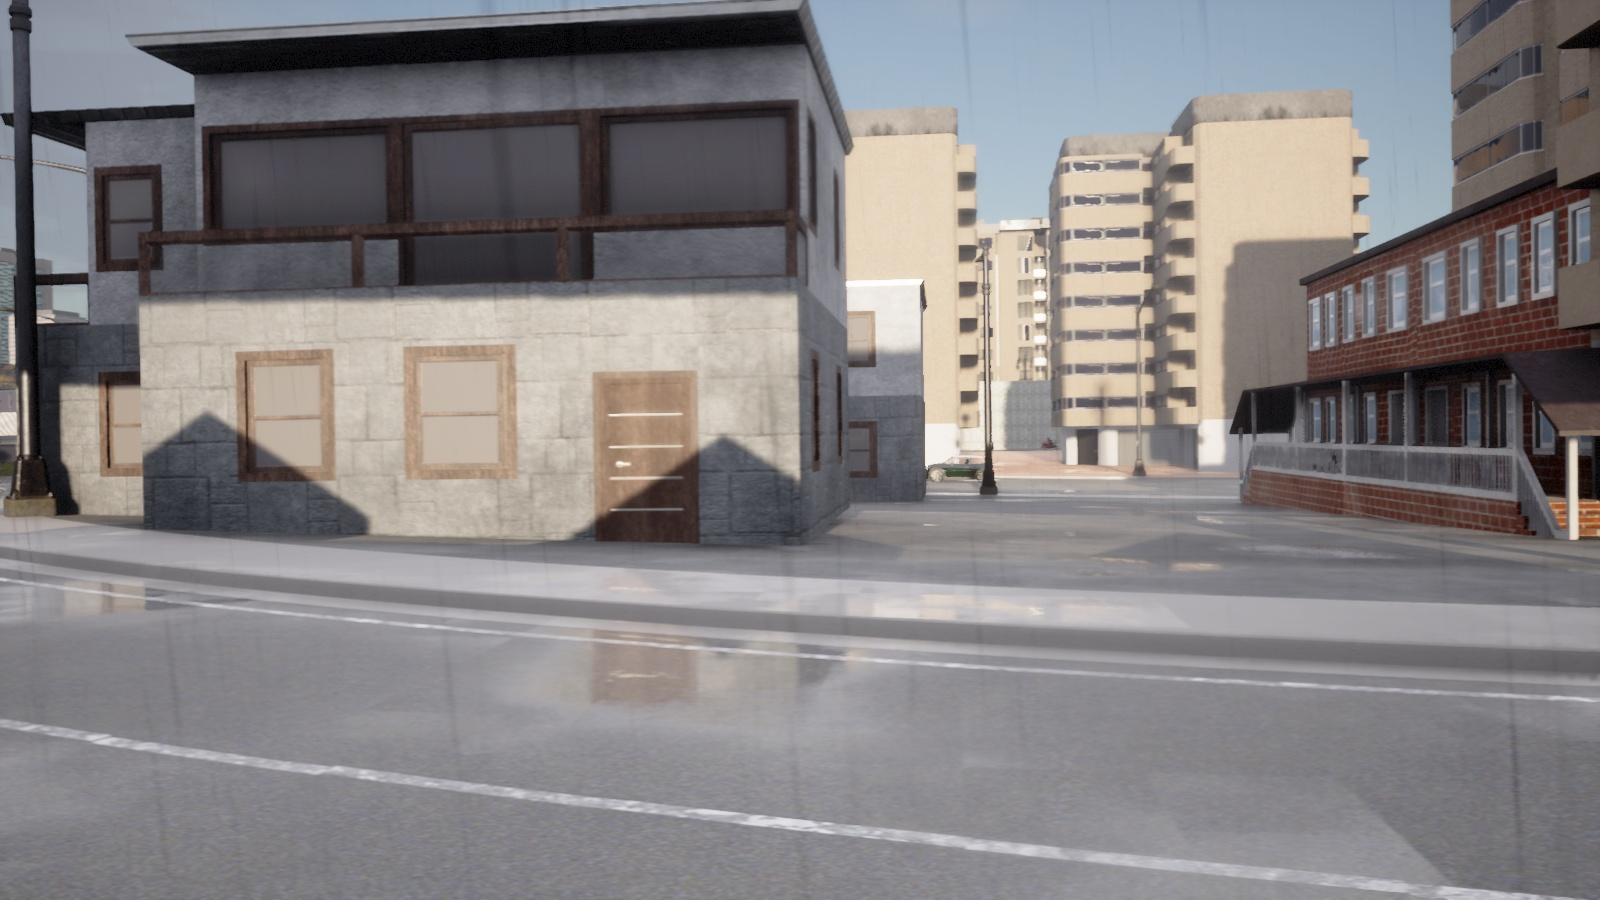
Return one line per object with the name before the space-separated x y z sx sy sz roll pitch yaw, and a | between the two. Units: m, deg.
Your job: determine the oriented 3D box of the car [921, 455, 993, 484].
car | 8.595 1.074 68.905 3.806 1.475 1.970 1 1 7
